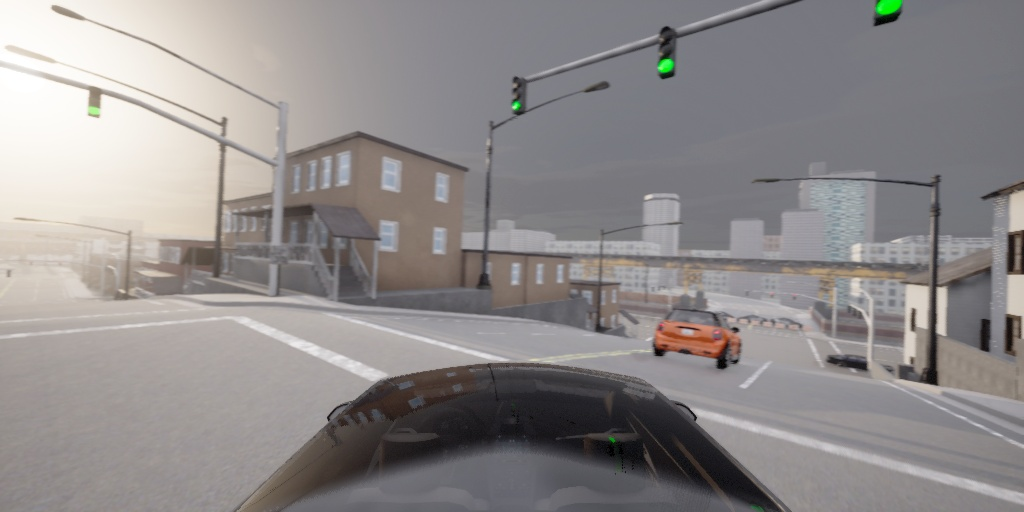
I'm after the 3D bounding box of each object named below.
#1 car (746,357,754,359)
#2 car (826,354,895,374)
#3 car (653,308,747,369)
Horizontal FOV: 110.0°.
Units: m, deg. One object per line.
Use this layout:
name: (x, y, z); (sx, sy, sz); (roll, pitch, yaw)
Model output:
car: (20.143, 9.541, 30.713); (1.837, 1.490, 4.892); (2, -20, 37)
car: (36.994, 11.373, 38.199); (5.357, 1.411, 2.033); (2, -1, 42)
car: (6.605, 2.726, 12.524); (2.097, 1.767, 4.553); (2, -10, 38)
